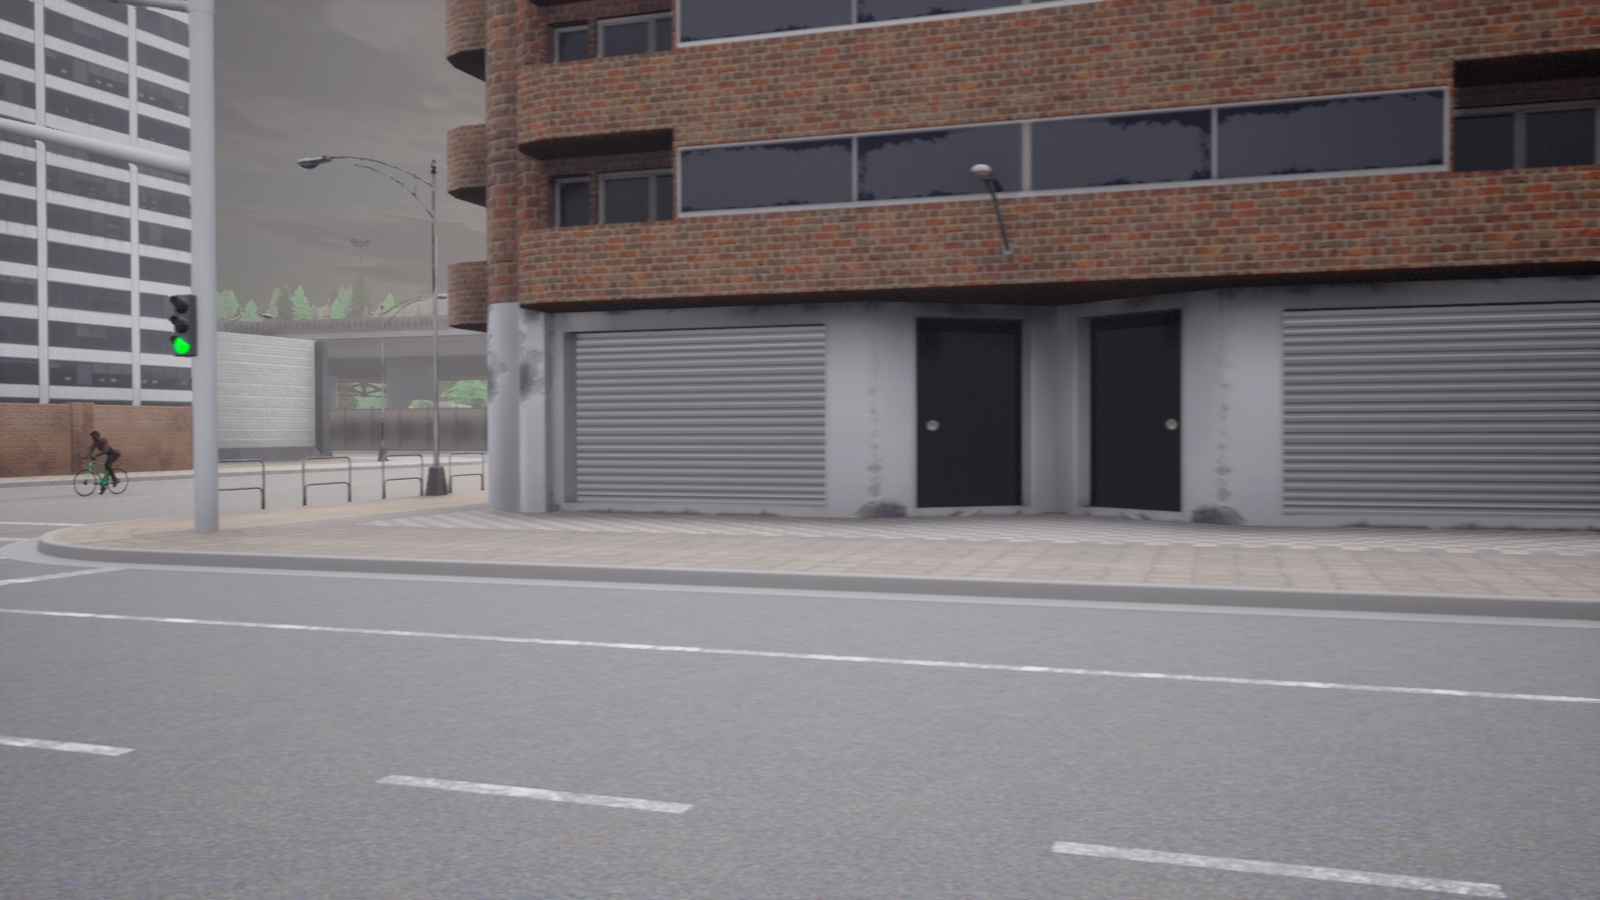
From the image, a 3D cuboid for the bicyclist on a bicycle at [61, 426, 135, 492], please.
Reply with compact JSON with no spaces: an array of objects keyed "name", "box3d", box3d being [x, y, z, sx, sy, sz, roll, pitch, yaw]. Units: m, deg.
[{"name":"bicyclist on a bicycle","box3d":[-17.593,0.209,31.499,0.582,1.620,1.656,1,1,18]}]
